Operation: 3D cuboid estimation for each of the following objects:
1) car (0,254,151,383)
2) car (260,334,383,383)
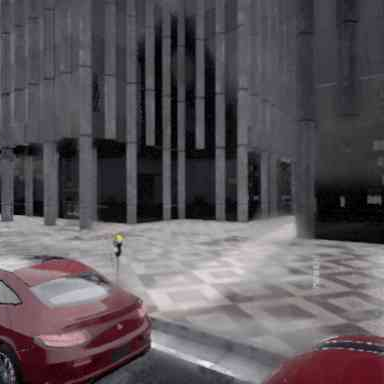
[{"bbox_3d":[-2.452,1.593,4.828,4.206,1.307,1.802,0,0,35],"label":"car"},{"bbox_3d":[2.141,1.438,1.554,4.097,1.590,1.967,0,0,35],"label":"car"}]
